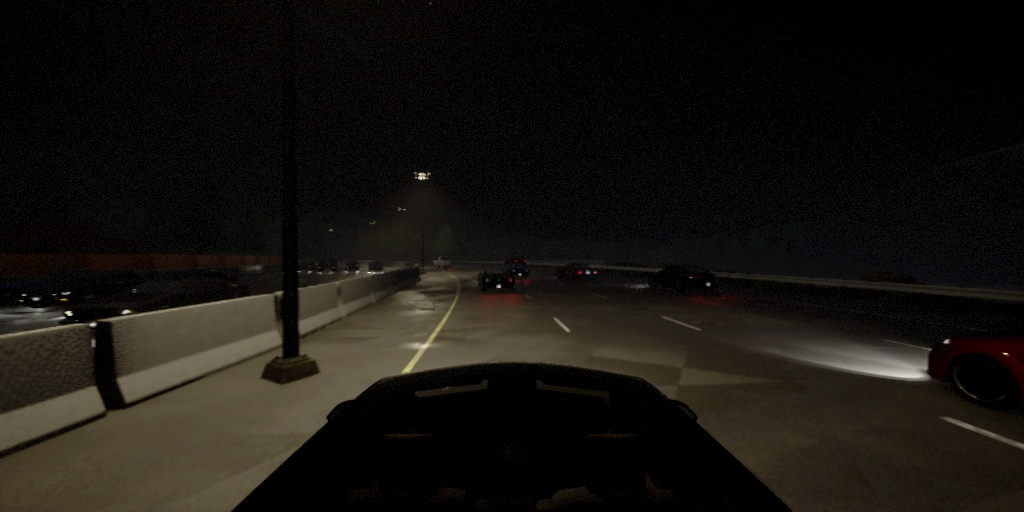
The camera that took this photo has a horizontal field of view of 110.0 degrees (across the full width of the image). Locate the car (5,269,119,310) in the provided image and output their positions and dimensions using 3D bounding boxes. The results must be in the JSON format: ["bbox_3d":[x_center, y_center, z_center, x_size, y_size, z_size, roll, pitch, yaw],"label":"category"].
[{"bbox_3d":[-18.570,1.432,16.172,1.837,1.490,4.892,0,0,-7],"label":"car"}]

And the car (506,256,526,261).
[{"bbox_3d":[0.488,1.032,59.410,2.150,2.045,5.566,0,0,-21],"label":"car"}]

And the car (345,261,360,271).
[{"bbox_3d":[-24.887,1.500,56.076,1.882,1.535,5.008,0,0,-21],"label":"car"}]

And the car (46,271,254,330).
[{"bbox_3d":[-11.117,1.404,11.965,2.033,1.411,5.357,0,0,-5],"label":"car"}]

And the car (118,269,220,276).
[{"bbox_3d":[-15.144,1.403,16.984,1.837,1.490,4.892,0,0,-7],"label":"car"}]

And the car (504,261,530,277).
[{"bbox_3d":[0.228,1.386,34.961,1.895,1.301,4.718,0,0,-13],"label":"car"}]

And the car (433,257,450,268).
[{"bbox_3d":[-12.609,1.147,64.199,2.150,2.045,5.566,0,-1,-24],"label":"car"}]

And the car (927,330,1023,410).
[{"bbox_3d":[7.050,1.255,3.408,1.994,1.385,4.181,0,0,-2],"label":"car"}]

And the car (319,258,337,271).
[{"bbox_3d":[-28.425,1.307,55.545,2.150,2.045,5.566,0,0,-21],"label":"car"}]

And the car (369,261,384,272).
[{"bbox_3d":[-19.742,1.455,52.341,1.882,1.535,5.008,0,0,-19],"label":"car"}]

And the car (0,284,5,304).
[{"bbox_3d":[-22.325,1.437,18.111,1.882,1.535,5.008,0,0,-7],"label":"car"}]

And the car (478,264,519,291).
[{"bbox_3d":[-1.064,1.383,22.003,1.895,1.301,4.718,0,0,-9],"label":"car"}]

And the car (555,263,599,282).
[{"bbox_3d":[5.091,1.284,28.902,2.033,1.411,5.357,0,0,-12],"label":"car"}]

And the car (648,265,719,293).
[{"bbox_3d":[9.476,1.215,20.147,1.812,1.442,4.674,0,0,-7],"label":"car"}]
